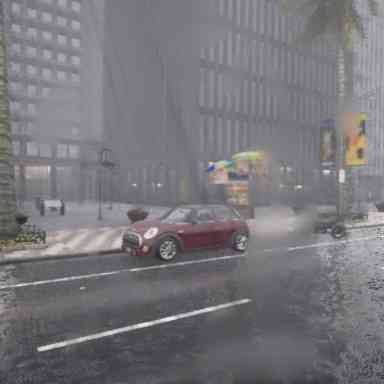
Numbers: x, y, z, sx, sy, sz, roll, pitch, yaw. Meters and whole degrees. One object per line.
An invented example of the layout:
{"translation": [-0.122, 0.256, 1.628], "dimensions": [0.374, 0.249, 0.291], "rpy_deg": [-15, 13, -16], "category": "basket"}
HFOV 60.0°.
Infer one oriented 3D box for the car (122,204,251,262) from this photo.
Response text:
{"translation": [-0.110, 1.237, 11.716], "dimensions": [4.553, 1.767, 2.185], "rpy_deg": [0, 1, -34], "category": "car"}
